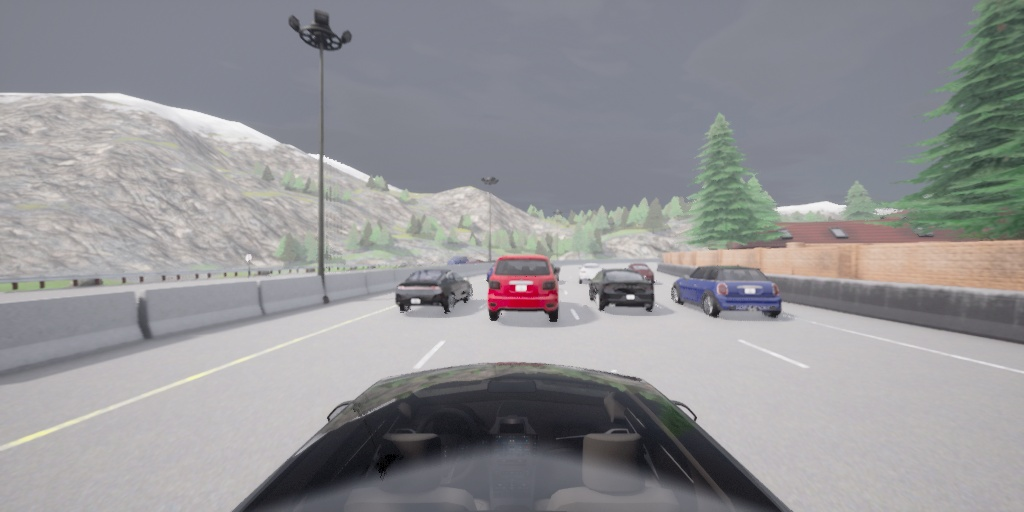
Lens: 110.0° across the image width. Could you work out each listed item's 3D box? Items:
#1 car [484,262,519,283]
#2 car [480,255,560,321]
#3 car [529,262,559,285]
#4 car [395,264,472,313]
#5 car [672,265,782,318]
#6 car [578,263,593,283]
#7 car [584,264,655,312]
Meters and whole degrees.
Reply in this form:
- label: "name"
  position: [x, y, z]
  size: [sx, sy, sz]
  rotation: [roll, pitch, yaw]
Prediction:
- label: "car"
  position: [-0.751, 1.299, 28.999]
  size: [1.812, 1.442, 4.674]
  rotation: [0, 0, 11]
- label: "car"
  position: [0.516, 0.983, 12.687]
  size: [2.150, 2.045, 5.566]
  rotation: [0, 0, 6]
- label: "car"
  position: [2.582, 1.278, 27.834]
  size: [1.837, 1.490, 4.892]
  rotation: [0, 0, 11]
- label: "car"
  position: [-2.861, 1.253, 13.979]
  size: [2.128, 1.511, 4.902]
  rotation: [0, 0, 6]
- label: "car"
  position: [7.619, 1.111, 13.267]
  size: [2.097, 1.767, 4.553]
  rotation: [0, 0, 6]
- label: "car"
  position: [6.168, 1.297, 27.924]
  size: [1.812, 1.442, 4.674]
  rotation: [0, 0, 11]
- label: "car"
  position: [4.224, 1.239, 14.433]
  size: [1.882, 1.535, 5.008]
  rotation: [0, 0, 6]
